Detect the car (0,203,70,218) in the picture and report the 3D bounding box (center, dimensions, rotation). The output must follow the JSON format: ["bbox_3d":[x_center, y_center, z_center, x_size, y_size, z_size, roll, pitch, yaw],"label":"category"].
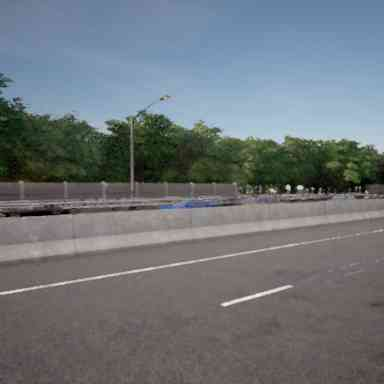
[{"bbox_3d":[-12.009,1.535,25.526,4.718,1.301,1.895,-1,1,-36],"label":"car"}]

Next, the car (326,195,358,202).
[{"bbox_3d":[16.914,1.078,37.470,4.674,1.442,1.812,-1,0,-36],"label":"car"}]

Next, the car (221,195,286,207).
[{"bbox_3d":[4.771,1.111,24.604,4.553,1.767,2.097,-1,1,-35],"label":"car"}]

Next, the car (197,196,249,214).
[{"bbox_3d":[3.033,1.226,31.962,4.892,1.490,1.837,-1,0,-35],"label":"car"}]

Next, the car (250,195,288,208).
[{"bbox_3d":[9.479,1.098,40.805,4.892,1.490,1.837,0,0,-35],"label":"car"}]

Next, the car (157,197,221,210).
[{"bbox_3d":[-0.313,1.286,25.278,5.008,1.535,1.882,-1,1,-36],"label":"car"}]
